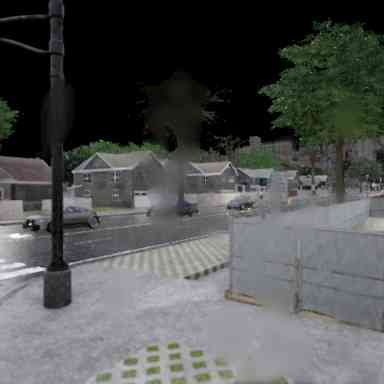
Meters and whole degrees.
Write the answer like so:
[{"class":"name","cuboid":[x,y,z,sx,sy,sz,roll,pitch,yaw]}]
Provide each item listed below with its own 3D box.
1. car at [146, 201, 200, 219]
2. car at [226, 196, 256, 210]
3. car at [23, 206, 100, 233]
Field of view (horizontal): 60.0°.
[{"class":"car","cuboid":[-1.431,1.427,27.733,2.033,1.411,5.357,0,0,34]},{"class":"car","cuboid":[5.683,1.258,38.162,1.837,1.490,4.892,0,2,34]},{"class":"car","cuboid":[-7.343,1.499,19.043,1.994,1.385,4.181,0,0,34]}]
